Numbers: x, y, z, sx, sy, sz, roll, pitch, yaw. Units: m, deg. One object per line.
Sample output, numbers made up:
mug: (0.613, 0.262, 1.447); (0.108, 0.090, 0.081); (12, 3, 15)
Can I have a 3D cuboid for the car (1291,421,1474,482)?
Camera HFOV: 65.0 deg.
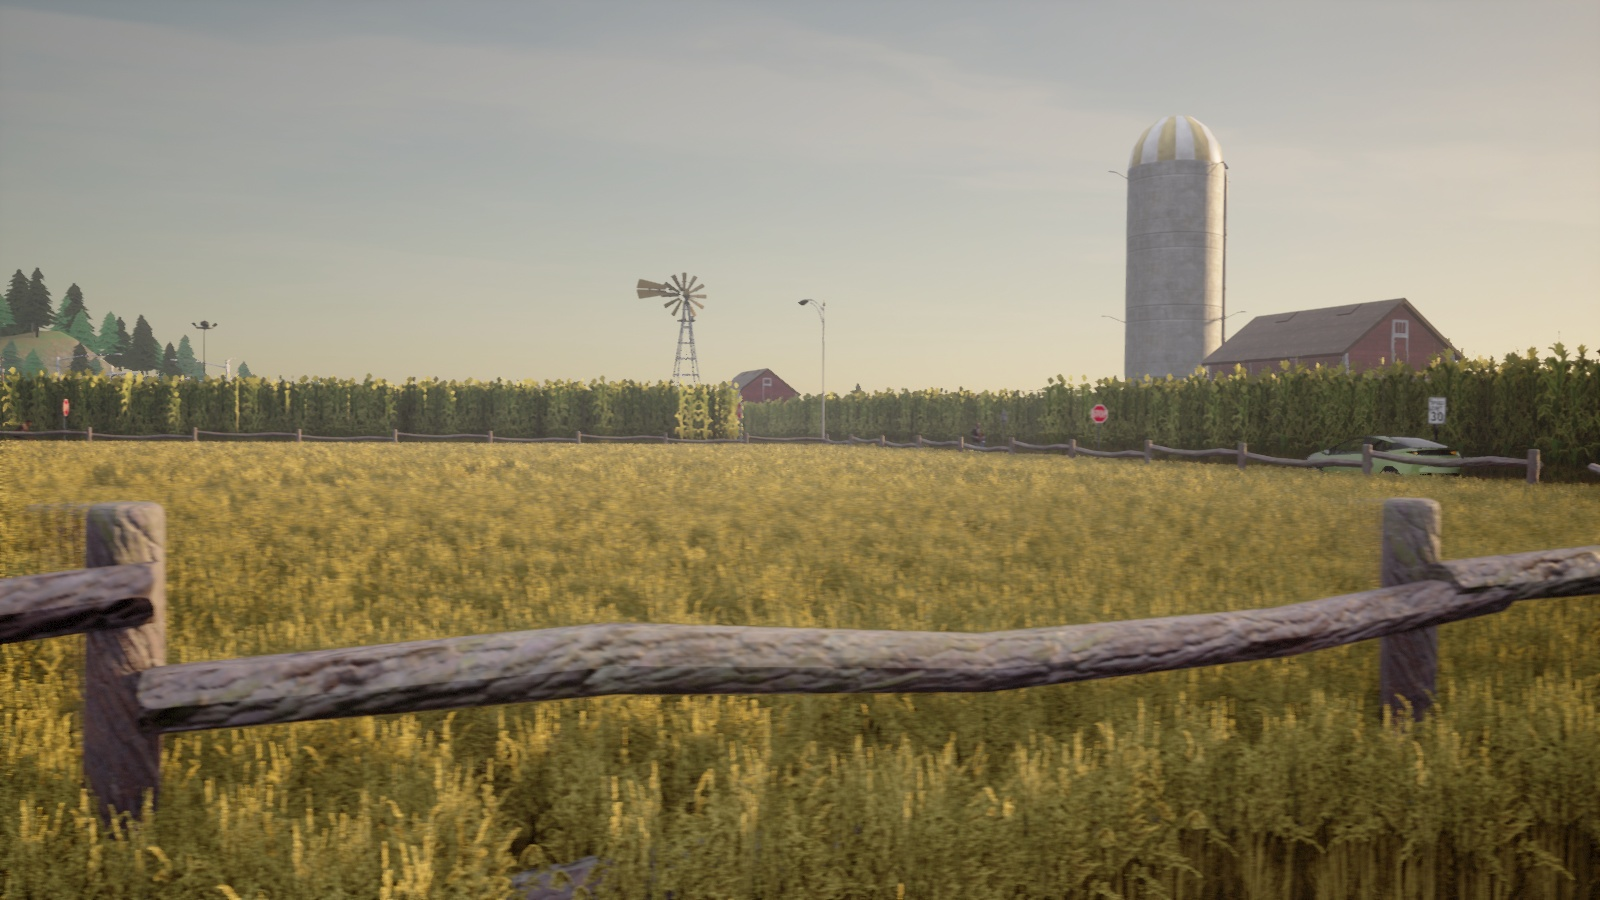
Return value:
car: (15.734, -0.015, 34.209); (2.007, 1.525, 4.514); (-1, 1, -17)
